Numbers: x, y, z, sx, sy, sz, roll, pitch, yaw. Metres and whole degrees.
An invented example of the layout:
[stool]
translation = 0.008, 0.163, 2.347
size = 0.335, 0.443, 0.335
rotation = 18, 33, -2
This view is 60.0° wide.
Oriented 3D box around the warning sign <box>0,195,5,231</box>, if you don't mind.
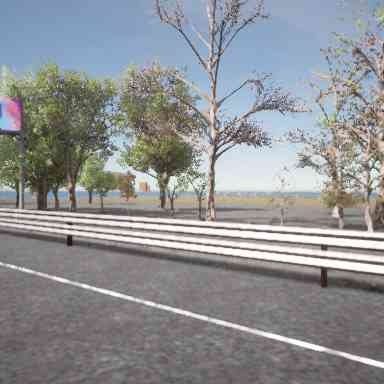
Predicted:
[warning sign]
translation = -10.661, 1.105, 17.347
size = 1.060, 1.860, 1.300
rotation = 0, 0, 37
